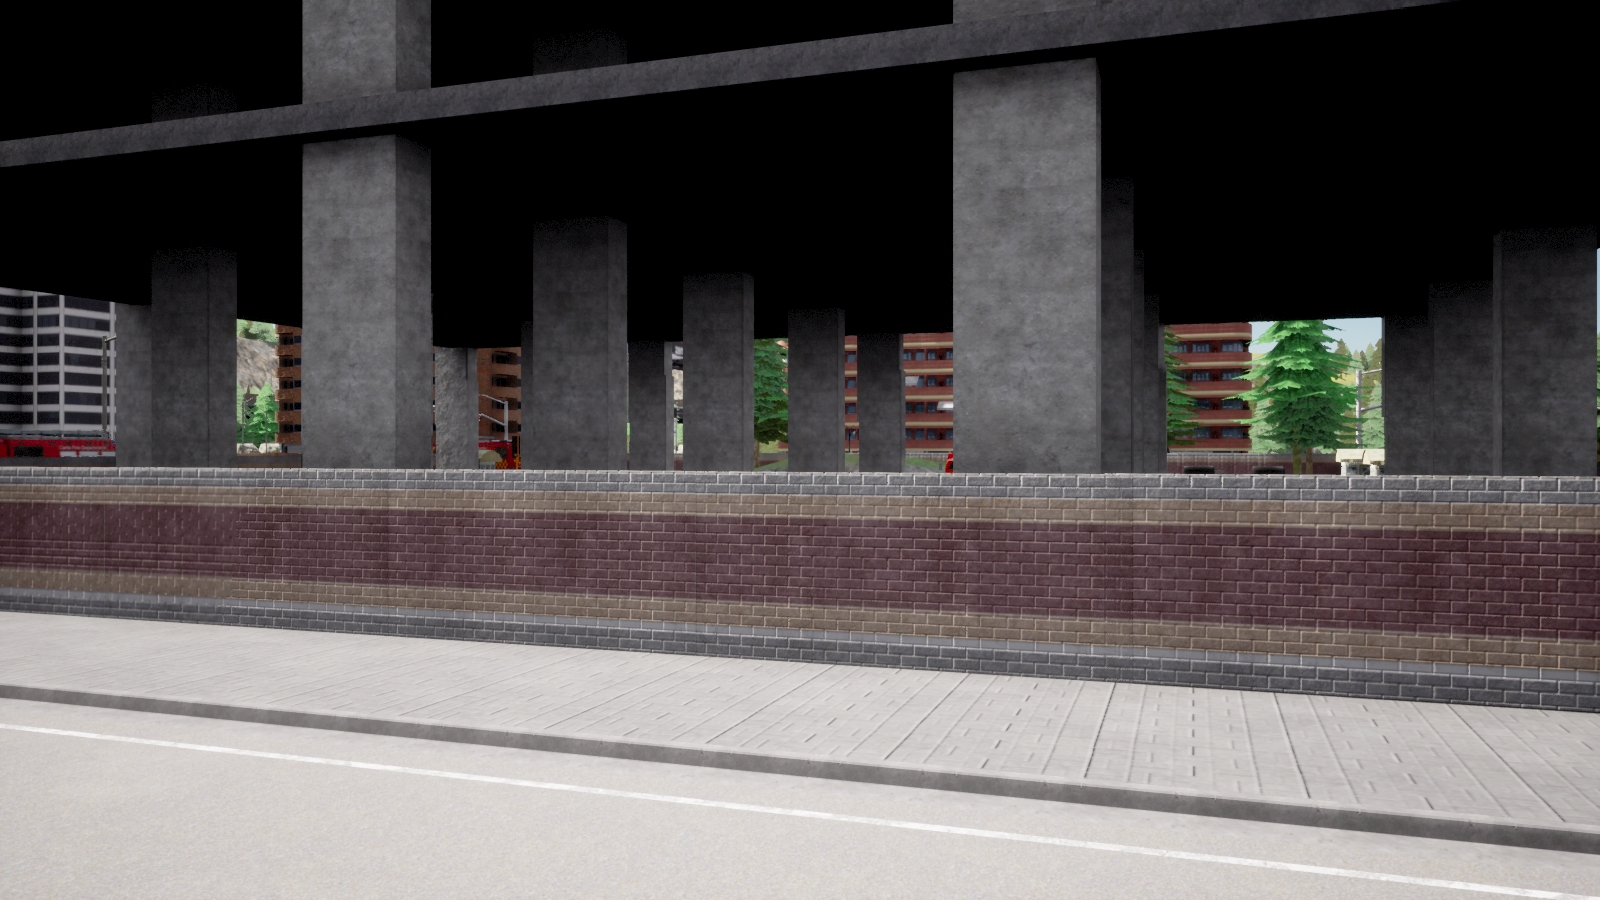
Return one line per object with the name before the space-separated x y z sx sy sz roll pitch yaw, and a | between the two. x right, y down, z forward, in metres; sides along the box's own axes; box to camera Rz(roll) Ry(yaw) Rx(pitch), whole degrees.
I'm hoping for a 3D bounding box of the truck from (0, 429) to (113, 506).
truck | -40.548 0.890 59.316 2.891 3.827 8.468 0 0 20
